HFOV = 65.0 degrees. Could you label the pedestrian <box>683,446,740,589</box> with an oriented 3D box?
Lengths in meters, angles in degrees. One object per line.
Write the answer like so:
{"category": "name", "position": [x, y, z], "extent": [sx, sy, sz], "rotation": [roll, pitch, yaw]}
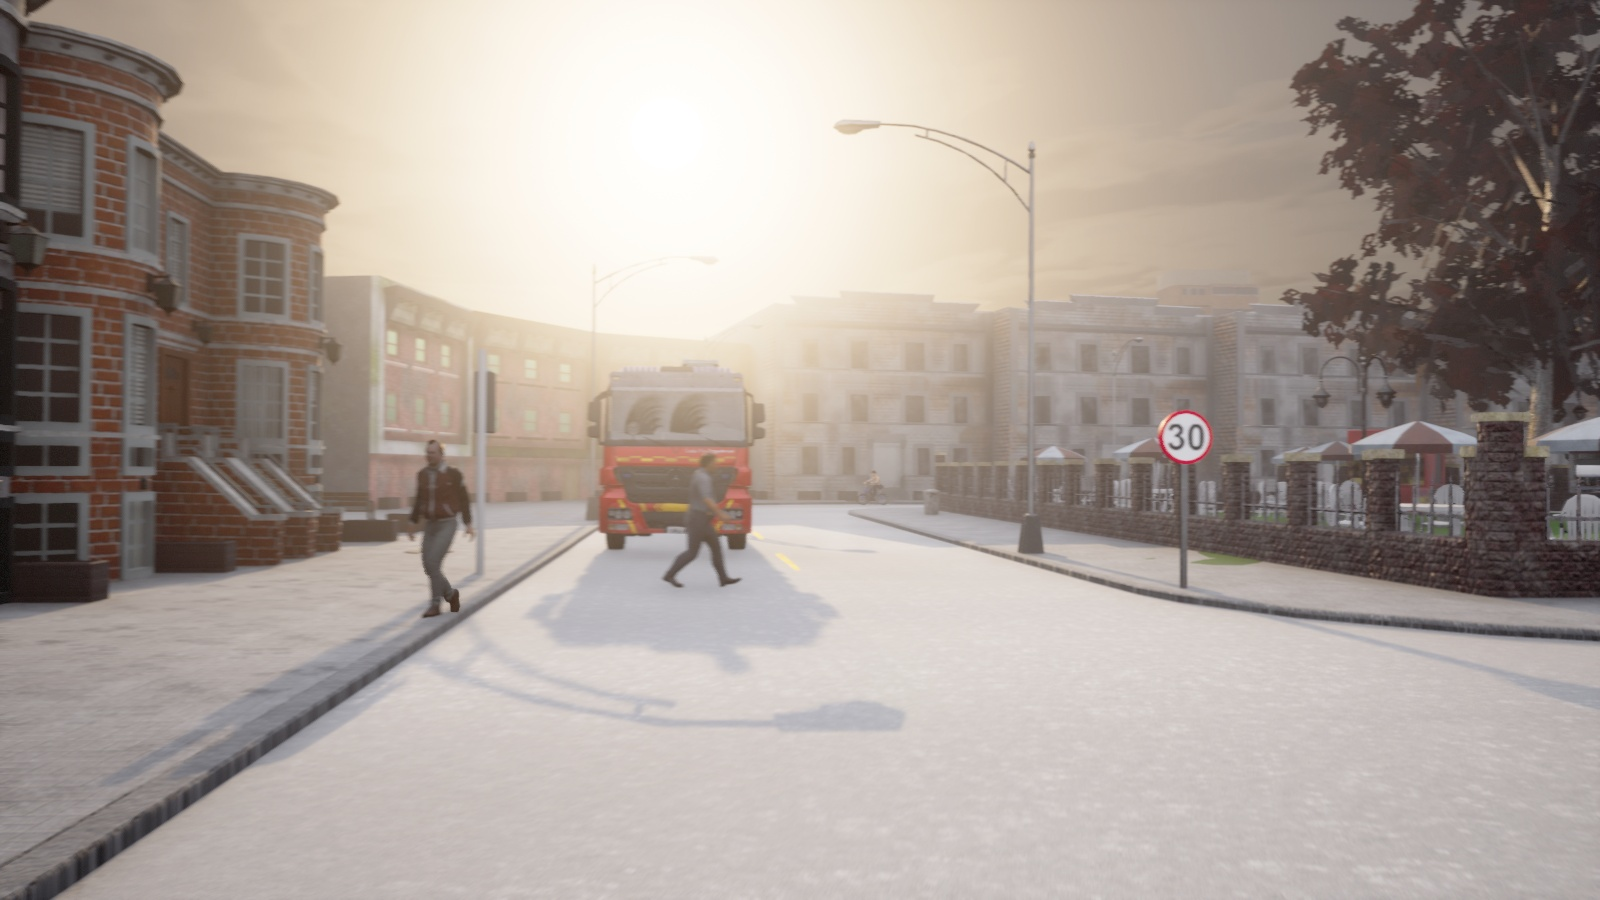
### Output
{"category": "pedestrian", "position": [-1.155, 0.877, 16.471], "extent": [0.694, 1.848, 0.540], "rotation": [0, -1, 2]}

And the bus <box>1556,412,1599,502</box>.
{"category": "bus", "position": [43.081, 0.340, 61.250], "extent": [10.273, 4.253, 3.944], "rotation": [0, -1, -5]}

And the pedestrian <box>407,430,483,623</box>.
{"category": "pedestrian", "position": [-3.533, 0.745, 12.525], "extent": [0.376, 1.854, 0.720], "rotation": [0, -1, 19]}

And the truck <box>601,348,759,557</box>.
{"category": "truck", "position": [-2.530, 0.115, 27.300], "extent": [2.891, 3.827, 8.468], "rotation": [0, -1, -5]}

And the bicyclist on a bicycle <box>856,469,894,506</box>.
{"category": "bicyclist on a bicycle", "position": [3.416, 1.706, 57.404], "extent": [1.509, 1.612, 0.866], "rotation": [0, 1, -17]}
